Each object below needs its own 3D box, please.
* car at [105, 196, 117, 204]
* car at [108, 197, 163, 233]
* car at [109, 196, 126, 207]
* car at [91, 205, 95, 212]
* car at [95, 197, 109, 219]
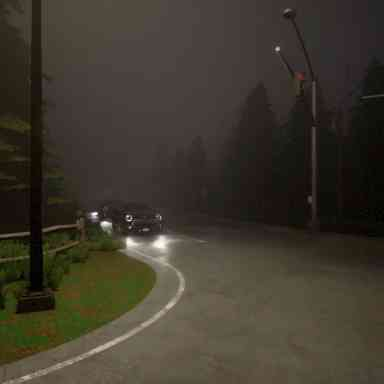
[{"bbox_3d":[-15.012,1.529,61.522,1.994,1.385,4.181,0,0,-18],"label":"car"},{"bbox_3d":[-3.184,1.325,18.900,2.097,1.767,4.553,0,0,-23],"label":"car"},{"bbox_3d":[-11.706,1.457,52.100,2.128,1.511,4.902,0,0,-19],"label":"car"},{"bbox_3d":[-10.759,1.574,38.926,1.895,1.301,4.718,0,0,-20],"label":"car"},{"bbox_3d":[-6.602,1.325,27.719,2.097,1.767,4.553,0,0,-20],"label":"car"}]
